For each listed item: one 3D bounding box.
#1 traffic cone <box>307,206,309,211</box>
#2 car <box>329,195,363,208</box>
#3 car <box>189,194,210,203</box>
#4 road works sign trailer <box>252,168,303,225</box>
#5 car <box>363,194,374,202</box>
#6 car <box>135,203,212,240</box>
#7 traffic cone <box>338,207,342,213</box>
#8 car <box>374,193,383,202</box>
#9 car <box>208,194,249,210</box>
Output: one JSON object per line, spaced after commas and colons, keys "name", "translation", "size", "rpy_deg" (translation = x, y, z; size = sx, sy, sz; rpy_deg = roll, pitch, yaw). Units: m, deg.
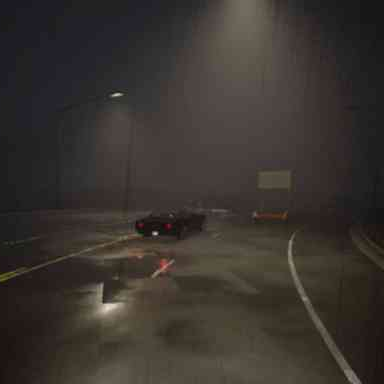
{"name": "traffic cone", "translation": [11.799, 1.675, 33.794], "size": [0.340, 0.580, 0.340], "rpy_deg": [0, 0, 35]}
{"name": "car", "translation": [19.685, 1.204, 43.069], "size": [4.892, 1.490, 1.837], "rpy_deg": [0, -2, -37]}
{"name": "car", "translation": [1.640, 1.021, 40.017], "size": [2.097, 1.767, 4.553], "rpy_deg": [0, 0, 41]}
{"name": "road works sign trailer", "translation": [5.613, 0.253, 22.251], "size": [2.380, 3.560, 2.880], "rpy_deg": [1, 1, 35]}
{"name": "car", "translation": [33.880, 1.219, 64.459], "size": [5.008, 1.535, 1.882], "rpy_deg": [1, -1, -27]}
{"name": "car", "translation": [-0.772, 1.406, 15.906], "size": [1.895, 1.301, 4.718], "rpy_deg": [1, 1, 20]}
{"name": "traffic cone", "translation": [14.262, 1.687, 32.083], "size": [0.340, 0.580, 0.340], "rpy_deg": [0, 0, 35]}
{"name": "car", "translation": [37.320, 0.716, 62.240], "size": [5.566, 2.045, 2.150], "rpy_deg": [1, -1, -25]}
{"name": "car", "translation": [4.534, 1.235, 38.117], "size": [2.033, 1.411, 5.357], "rpy_deg": [0, 0, 42]}
